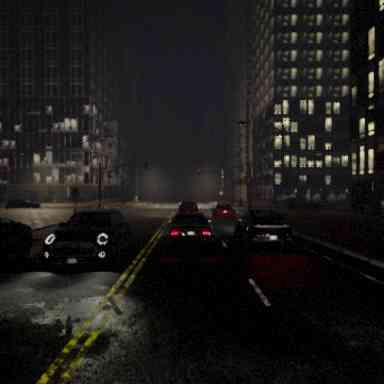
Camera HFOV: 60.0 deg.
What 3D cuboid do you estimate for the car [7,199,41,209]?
[{"bbox_3d":[-23.355,1.683,46.269,4.313,1.339,1.947,0,0,0],"label":"car"}]

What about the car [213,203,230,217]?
[{"bbox_3d":[2.930,1.719,31.521,1.994,1.385,4.181,0,0,-1],"label":"car"}]

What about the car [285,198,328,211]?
[{"bbox_3d":[15.576,1.751,46.281,5.009,1.841,2.192,0,0,0],"label":"car"}]

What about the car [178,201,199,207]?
[{"bbox_3d":[-0.331,1.639,32.234,1.882,1.535,5.008,0,0,-1],"label":"car"}]

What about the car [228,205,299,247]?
[{"bbox_3d":[3.148,1.572,15.426,2.128,1.511,4.902,0,0,-1],"label":"car"}]

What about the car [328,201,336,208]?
[{"bbox_3d":[21.069,1.914,54.644,4.829,1.417,1.752,0,0,0],"label":"car"}]

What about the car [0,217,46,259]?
[{"bbox_3d":[-6.727,1.552,10.302,2.128,1.511,4.902,0,0,-1],"label":"car"}]

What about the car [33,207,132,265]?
[{"bbox_3d":[-3.499,1.417,11.883,2.097,1.767,4.553,0,0,-1],"label":"car"}]

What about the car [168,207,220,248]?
[{"bbox_3d":[-0.091,1.627,15.077,2.033,1.411,5.357,0,0,-1],"label":"car"}]
